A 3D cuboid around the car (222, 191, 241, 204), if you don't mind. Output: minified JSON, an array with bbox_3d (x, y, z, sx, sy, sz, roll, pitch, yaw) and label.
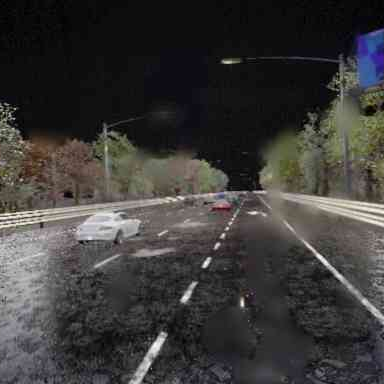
[{"bbox_3d":[6.616,1.012,55.294,2.097,1.767,4.553,-3,0,10],"label":"car"}]

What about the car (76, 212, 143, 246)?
[{"bbox_3d":[-3.876,1.676,16.170,1.812,1.442,4.674,-3,0,10],"label":"car"}]

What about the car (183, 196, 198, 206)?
[{"bbox_3d":[-0.227,1.474,56.706,1.837,1.490,4.892,-3,0,10],"label":"car"}]

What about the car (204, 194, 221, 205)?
[{"bbox_3d":[3.205,1.378,56.030,1.994,1.385,4.181,-3,0,10],"label":"car"}]

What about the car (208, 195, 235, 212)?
[{"bbox_3d":[3.335,1.367,36.748,1.994,1.385,4.181,-3,0,10],"label":"car"}]
